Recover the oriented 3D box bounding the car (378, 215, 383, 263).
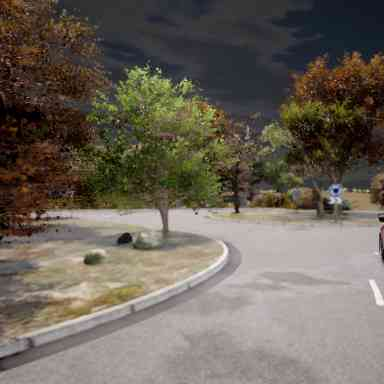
[{"bbox_3d":[6.338,1.241,8.706,2.150,2.045,5.566,0,0,25],"label":"car"}]

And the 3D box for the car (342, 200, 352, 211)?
[{"bbox_3d":[24.980,2.361,54.802,2.150,2.045,5.566,0,-5,29],"label":"car"}]
